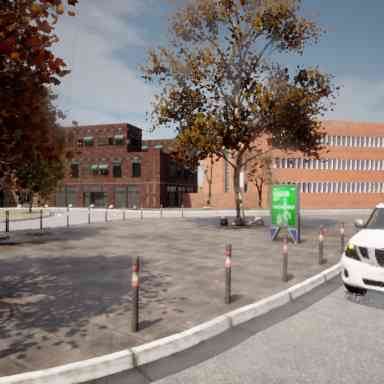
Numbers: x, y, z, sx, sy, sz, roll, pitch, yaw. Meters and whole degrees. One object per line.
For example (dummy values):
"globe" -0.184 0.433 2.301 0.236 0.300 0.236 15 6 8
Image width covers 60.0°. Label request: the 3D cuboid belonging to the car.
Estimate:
"car" 5.476 1.239 8.113 2.150 2.045 5.566 0 0 40
